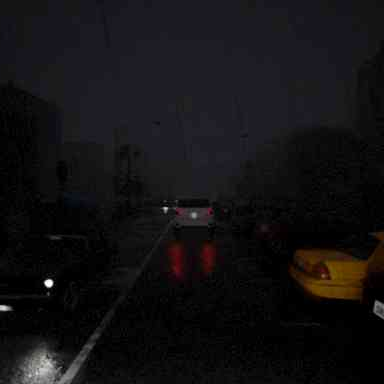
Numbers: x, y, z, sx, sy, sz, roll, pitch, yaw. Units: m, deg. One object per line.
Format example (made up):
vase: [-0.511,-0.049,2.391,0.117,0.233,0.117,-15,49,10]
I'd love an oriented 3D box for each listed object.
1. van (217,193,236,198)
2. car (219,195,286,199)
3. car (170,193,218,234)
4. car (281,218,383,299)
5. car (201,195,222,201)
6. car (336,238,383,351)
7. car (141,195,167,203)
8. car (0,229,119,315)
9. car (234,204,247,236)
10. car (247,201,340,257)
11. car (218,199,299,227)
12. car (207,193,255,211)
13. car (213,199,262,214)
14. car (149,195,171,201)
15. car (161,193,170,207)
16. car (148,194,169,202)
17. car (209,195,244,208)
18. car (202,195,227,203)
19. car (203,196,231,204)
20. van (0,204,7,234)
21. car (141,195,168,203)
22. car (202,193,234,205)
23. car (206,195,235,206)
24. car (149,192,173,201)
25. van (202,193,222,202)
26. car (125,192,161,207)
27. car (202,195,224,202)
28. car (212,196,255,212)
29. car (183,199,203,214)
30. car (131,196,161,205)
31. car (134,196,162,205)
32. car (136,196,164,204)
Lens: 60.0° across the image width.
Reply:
van: [4.766,1.236,32.028,4.442,1.987,1.878,0,0,0]
car: [4.680,1.339,26.442,4.553,1.767,2.185,0,0,0]
car: [0.100,1.210,19.082,2.150,2.045,5.566,0,0,0]
car: [4.835,1.473,6.885,5.366,1.575,1.946,0,0,0]
car: [4.643,1.403,79.533,4.892,1.521,2.231,0,1,0]
car: [4.678,1.507,4.093,4.792,1.488,2.163,0,0,0]
car: [-7.687,1.443,67.344,4.892,1.521,2.231,0,0,0]
car: [-3.100,1.597,7.669,1.895,1.301,4.718,0,0,0]
car: [4.644,1.472,15.266,4.892,1.521,2.231,0,0,0]
car: [4.618,1.347,12.474,4.553,1.767,2.185,0,0,0]
car: [4.645,1.466,23.772,5.008,1.535,2.097,0,0,0]
car: [4.677,1.206,40.410,5.566,2.045,2.435,0,0,0]
car: [4.678,1.490,34.824,4.792,1.488,2.163,0,0,0]
car: [-7.686,1.408,79.119,5.008,1.535,2.097,0,1,0]
car: [-3.078,1.323,50.106,2.097,1.767,4.553,0,0,0]
car: [-7.650,1.307,76.288,4.553,1.767,2.185,0,0,0]
car: [4.681,1.328,45.996,4.553,1.767,2.185,0,0,0]
car: [4.643,1.442,68.470,4.892,1.521,2.231,0,0,0]
car: [4.644,1.444,62.759,5.008,1.535,2.097,0,0,0]
van: [-7.797,1.249,9.399,4.442,1.987,1.878,0,0,0]
car: [-7.865,1.437,70.407,5.366,1.575,1.946,0,0,0]
car: [4.621,1.195,59.964,5.566,2.045,2.435,0,0,0]
car: [4.681,1.323,54.502,4.553,1.767,2.185,0,0,0]
car: [-7.652,1.108,82.059,5.566,2.045,2.435,0,1,0]
van: [4.533,1.205,76.723,4.442,1.987,1.878,0,1,0]
car: [-7.649,1.325,52.653,4.553,1.767,2.185,0,0,0]
car: [4.656,1.439,73.930,4.892,1.521,2.231,0,0,0]
car: [4.619,1.333,37.615,4.553,1.767,2.185,0,0,0]
car: [0.099,1.543,36.023,1.994,1.385,4.181,0,0,0]
car: [-7.678,1.489,55.591,4.674,1.452,2.002,0,0,0]
car: [-7.677,1.487,58.654,4.674,1.452,2.002,0,0,0]
car: [-7.710,1.475,61.593,4.792,1.488,2.163,0,0,0]
